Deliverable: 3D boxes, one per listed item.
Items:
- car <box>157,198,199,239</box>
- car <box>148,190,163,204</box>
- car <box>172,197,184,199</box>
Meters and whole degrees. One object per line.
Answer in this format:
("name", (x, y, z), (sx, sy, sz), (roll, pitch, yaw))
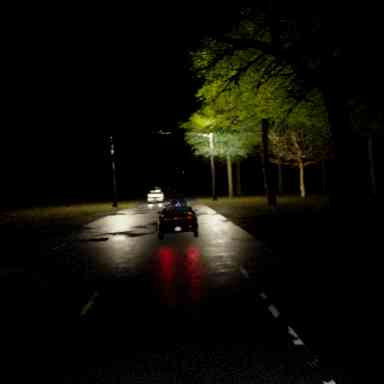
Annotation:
("car", (-0.682, 1.318, 16.462), (2.128, 1.511, 4.902), (-4, 1, -2))
("car", (-5.838, 0.774, 53.516), (2.150, 2.045, 5.566), (-4, 1, -3))
("car", (-1.342, 1.196, 33.139), (2.033, 1.411, 5.357), (-4, 1, -2))
